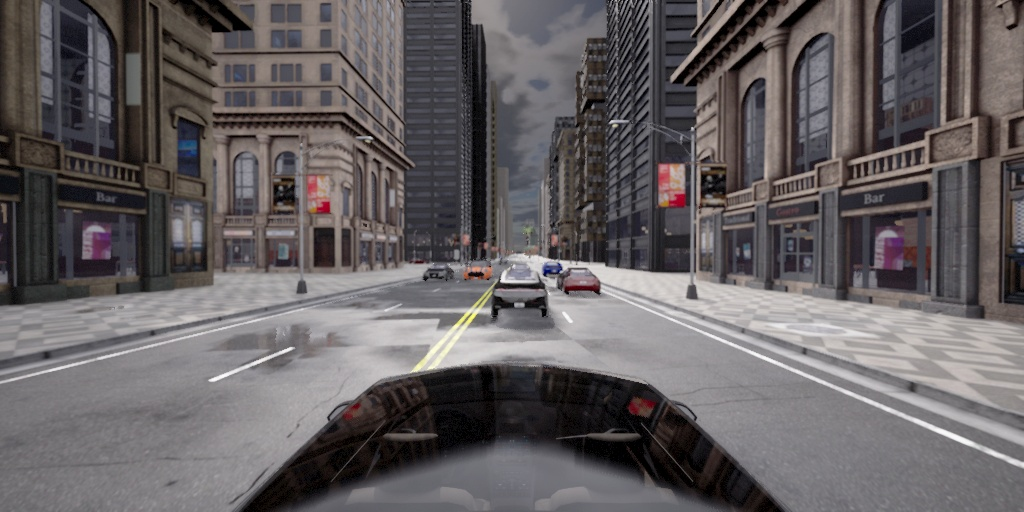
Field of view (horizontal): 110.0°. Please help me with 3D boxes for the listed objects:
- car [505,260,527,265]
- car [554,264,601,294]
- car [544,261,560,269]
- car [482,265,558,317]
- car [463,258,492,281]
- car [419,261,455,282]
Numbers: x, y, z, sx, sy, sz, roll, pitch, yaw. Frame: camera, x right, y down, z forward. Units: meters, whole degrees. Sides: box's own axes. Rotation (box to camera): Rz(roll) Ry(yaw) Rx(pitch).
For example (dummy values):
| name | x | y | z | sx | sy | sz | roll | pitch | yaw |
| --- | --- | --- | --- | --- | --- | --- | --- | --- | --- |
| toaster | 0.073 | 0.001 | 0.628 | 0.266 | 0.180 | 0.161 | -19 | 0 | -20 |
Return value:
| name | x | y | z | sx | sy | sz | roll | pitch | yaw |
| --- | --- | --- | --- | --- | --- | --- | --- | --- | --- |
| car | 0.693 | 1.342 | 30.807 | 2.033 | 1.411 | 5.357 | 0 | 0 | 1 |
| car | 3.727 | 1.344 | 20.532 | 1.994 | 1.385 | 4.181 | 0 | 0 | 1 |
| car | 4.078 | 1.283 | 36.498 | 1.882 | 1.535 | 5.008 | 0 | 0 | 1 |
| car | 0.294 | 1.260 | 13.240 | 2.128 | 1.511 | 4.902 | 0 | 0 | 2 |
| car | -2.759 | 1.143 | 30.081 | 2.097 | 1.767 | 4.553 | 0 | 0 | 1 |
| car | -6.016 | 1.353 | 29.794 | 1.994 | 1.385 | 4.181 | 0 | 0 | 1 |
